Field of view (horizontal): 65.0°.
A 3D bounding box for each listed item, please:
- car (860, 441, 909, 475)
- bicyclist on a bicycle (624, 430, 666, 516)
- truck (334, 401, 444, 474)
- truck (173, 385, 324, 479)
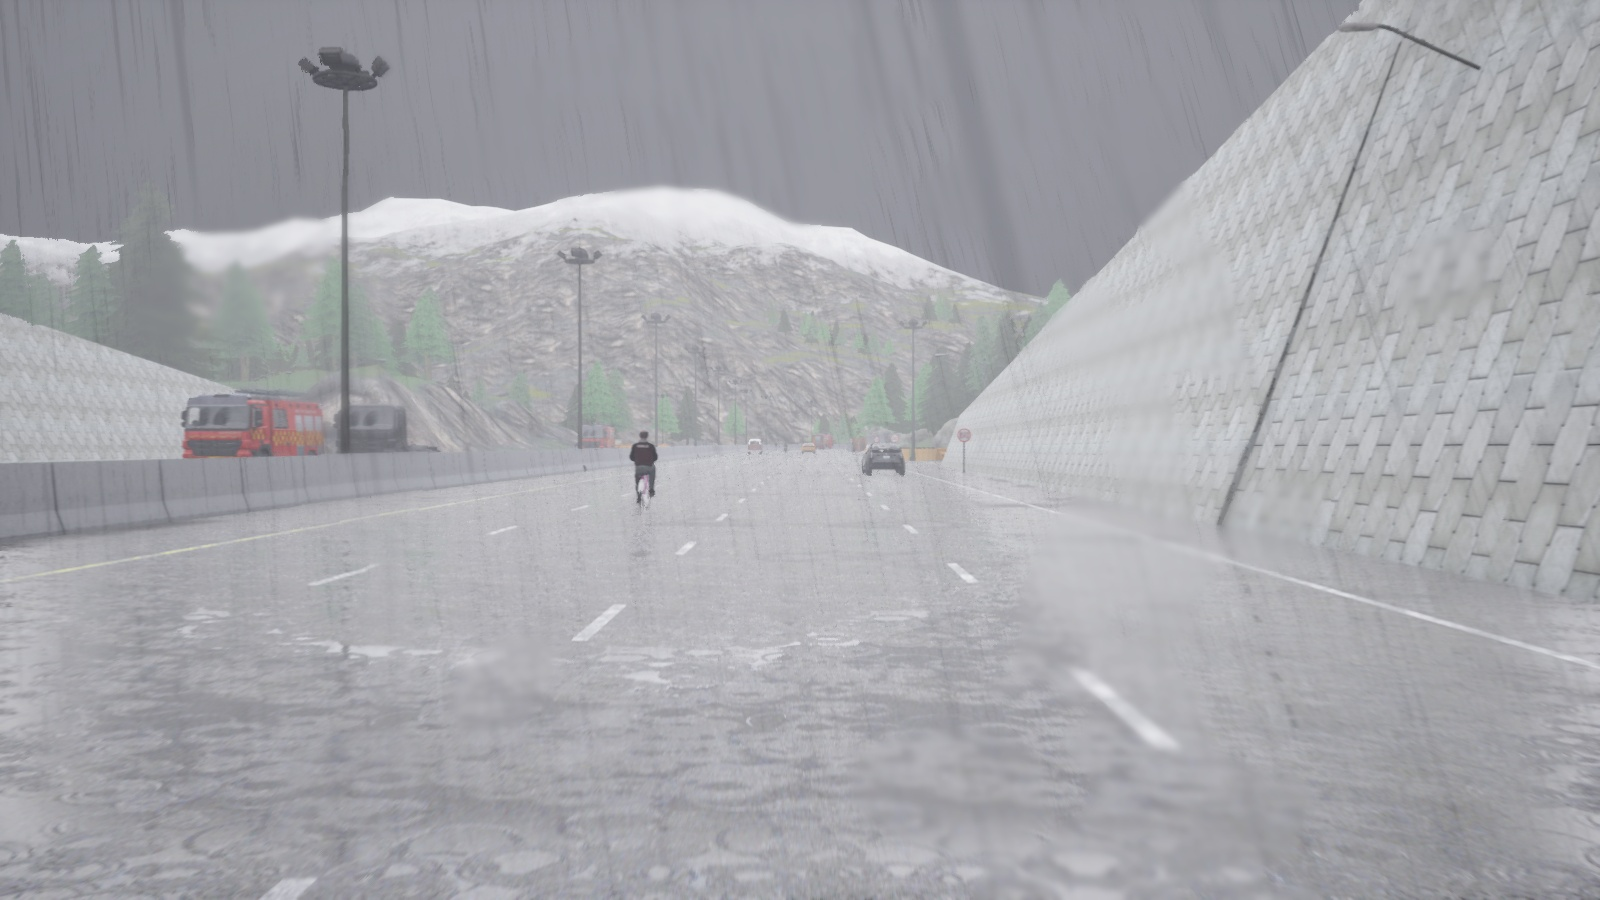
[{"bbox_3d":[3.914,0.364,59.000,2.007,1.525,4.514,0,0,0],"label":"car"},{"bbox_3d":[-3.304,0.462,26.952,0.659,1.776,1.843,0,1,0],"label":"bicyclist on a bicycle"},{"bbox_3d":[-20.557,-0.609,63.338,2.891,3.462,7.936,0,0,0],"label":"truck"},{"bbox_3d":[-24.110,-0.750,55.440,2.891,3.827,8.468,0,0,0],"label":"truck"}]
